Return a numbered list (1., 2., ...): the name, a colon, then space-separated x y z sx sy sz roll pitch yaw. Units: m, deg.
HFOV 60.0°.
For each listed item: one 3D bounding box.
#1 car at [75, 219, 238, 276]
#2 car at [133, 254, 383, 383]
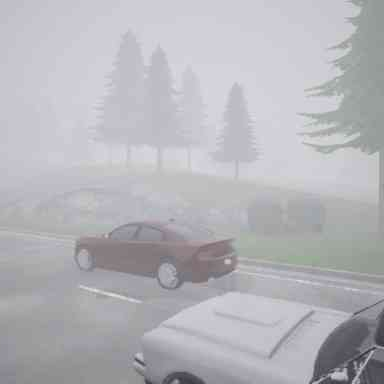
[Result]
1. car: -1.175 1.478 9.128 5.008 1.535 1.882 0 0 36
2. car: 1.747 1.601 2.738 4.718 1.301 1.895 0 0 36
